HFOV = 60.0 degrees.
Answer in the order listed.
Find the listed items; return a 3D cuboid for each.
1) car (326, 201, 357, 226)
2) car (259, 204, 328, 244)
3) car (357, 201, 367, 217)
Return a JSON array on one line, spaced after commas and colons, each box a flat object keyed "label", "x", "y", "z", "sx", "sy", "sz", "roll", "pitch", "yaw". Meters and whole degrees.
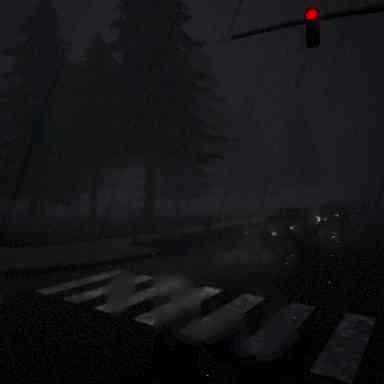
[{"label": "car", "x": 10.318, "y": 1.580, "z": 24.397, "sx": 2.128, "sy": 1.511, "sz": 4.902, "roll": 0, "pitch": 0, "yaw": 34}, {"label": "car", "x": 4.955, "y": 1.555, "z": 16.529, "sx": 2.128, "sy": 1.511, "sz": 4.902, "roll": 0, "pitch": 0, "yaw": 34}, {"label": "car", "x": 15.935, "y": 1.592, "z": 32.703, "sx": 1.882, "sy": 1.535, "sz": 5.008, "roll": 0, "pitch": 0, "yaw": 34}]
